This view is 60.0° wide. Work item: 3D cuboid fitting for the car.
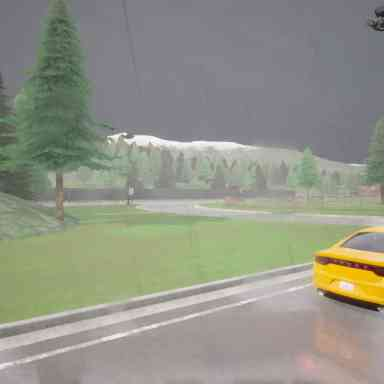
[{"bbox_3d":[4.700,1.478,7.206,5.008,1.535,1.882,0,0,-35],"label":"car"}]
